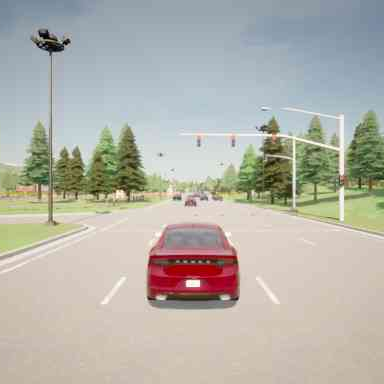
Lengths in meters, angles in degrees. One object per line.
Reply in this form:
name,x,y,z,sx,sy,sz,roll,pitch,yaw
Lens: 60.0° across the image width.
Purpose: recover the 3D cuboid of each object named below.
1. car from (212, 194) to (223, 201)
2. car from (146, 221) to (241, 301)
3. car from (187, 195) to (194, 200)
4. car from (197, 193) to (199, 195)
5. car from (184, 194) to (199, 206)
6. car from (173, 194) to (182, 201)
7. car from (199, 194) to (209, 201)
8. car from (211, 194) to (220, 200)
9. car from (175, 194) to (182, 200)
car,6.676,1.516,83.640,2.128,1.511,4.902,0,0,0
car,0.031,1.478,8.398,1.882,1.535,5.008,0,0,0
car,-0.364,1.427,94.062,1.895,1.301,4.718,0,0,0
car,3.136,1.357,94.046,2.128,1.511,4.902,0,0,0
car,-0.204,1.525,53.000,1.812,1.442,4.674,0,0,0
car,-3.824,1.469,83.599,1.882,1.535,5.008,0,0,0
car,3.175,1.516,84.043,1.812,1.442,4.674,0,0,0
car,6.636,1.372,94.060,2.033,1.411,5.357,0,0,0
car,-3.864,1.310,94.019,1.882,1.535,5.008,0,0,0
